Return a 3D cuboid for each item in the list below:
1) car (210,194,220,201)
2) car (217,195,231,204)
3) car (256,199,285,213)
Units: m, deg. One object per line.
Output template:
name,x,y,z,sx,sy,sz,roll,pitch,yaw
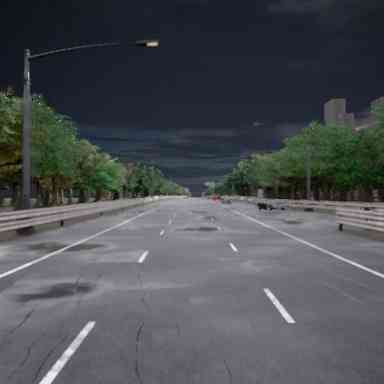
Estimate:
car,7.068,1.523,94.502,2.150,2.045,5.566,0,0,0
car,7.016,1.755,69.550,2.033,1.411,5.357,0,0,0
car,9.408,1.618,40.111,2.128,1.511,4.902,0,0,-14
